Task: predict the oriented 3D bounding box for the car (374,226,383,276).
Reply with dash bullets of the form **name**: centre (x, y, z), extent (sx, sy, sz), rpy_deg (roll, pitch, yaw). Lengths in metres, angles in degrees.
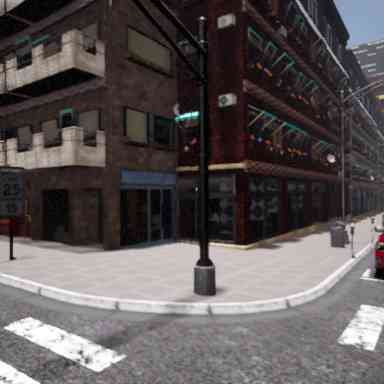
- **car**: centre (7.301, 1.598, 10.903), extent (2.192, 1.841, 5.009), rpy_deg (-2, -2, 35)
